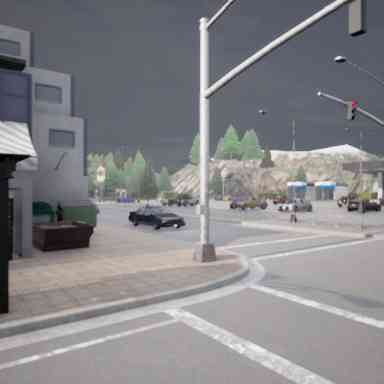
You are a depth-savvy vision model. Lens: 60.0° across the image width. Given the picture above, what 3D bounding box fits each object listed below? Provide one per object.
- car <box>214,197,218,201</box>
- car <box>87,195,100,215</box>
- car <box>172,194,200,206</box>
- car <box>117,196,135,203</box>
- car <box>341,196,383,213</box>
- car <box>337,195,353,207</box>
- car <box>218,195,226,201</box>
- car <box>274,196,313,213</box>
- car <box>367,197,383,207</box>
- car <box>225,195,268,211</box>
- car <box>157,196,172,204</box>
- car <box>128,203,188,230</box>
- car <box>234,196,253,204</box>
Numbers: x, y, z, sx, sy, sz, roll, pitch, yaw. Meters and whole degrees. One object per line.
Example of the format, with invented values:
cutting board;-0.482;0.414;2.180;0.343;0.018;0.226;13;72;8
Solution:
car;7.722;1.533;83.082;4.514;1.523;2.007;0;0;-36
car;-11.844;1.391;35.839;2.150;2.045;5.566;0;1;-36
car;-0.580;1.270;50.574;3.866;1.878;1.905;0;0;-36
car;-13.381;1.566;67.837;3.633;1.501;1.845;0;0;-36
car;18.786;1.491;36.342;4.514;1.523;2.007;0;0;-36
car;22.840;1.291;47.830;4.605;1.855;1.932;0;0;-36
car;9.601;1.524;80.570;5.027;1.636;2.152;0;0;-36
car;10.927;1.425;35.186;3.806;1.475;1.970;0;0;-36
car;29.693;1.555;52.823;3.806;1.475;1.970;0;0;-36
car;6.908;1.346;40.200;5.027;1.636;2.152;0;0;-36
car;-2.615;1.290;52.689;4.605;1.855;1.932;0;0;-36
car;-2.589;1.724;23.003;2.033;1.411;5.357;0;0;-36
car;10.312;1.513;66.473;3.633;1.501;1.845;0;0;-36
